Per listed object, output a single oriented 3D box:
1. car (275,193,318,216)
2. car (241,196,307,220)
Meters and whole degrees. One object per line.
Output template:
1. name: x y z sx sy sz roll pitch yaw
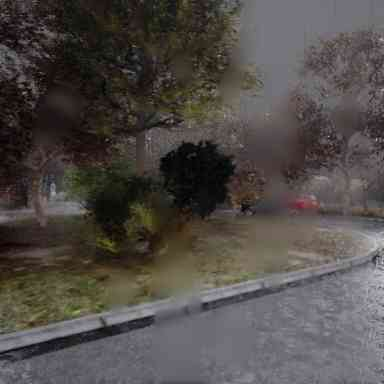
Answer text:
1. car: 8.463 1.107 29.935 5.566 2.045 2.150 0 0 45
2. car: 6.270 1.361 26.900 4.902 1.511 2.128 0 0 42
